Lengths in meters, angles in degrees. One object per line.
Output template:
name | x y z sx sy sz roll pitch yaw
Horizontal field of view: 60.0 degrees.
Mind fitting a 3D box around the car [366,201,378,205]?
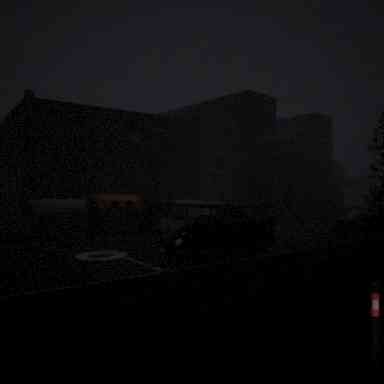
car | 13.846 1.385 22.221 5.566 2.045 2.435 2 -1 -44

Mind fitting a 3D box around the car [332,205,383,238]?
car | 9.642 1.631 18.576 4.674 1.452 2.002 2 -1 -40

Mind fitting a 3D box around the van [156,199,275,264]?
van | 0.855 1.266 11.550 4.442 1.987 1.878 2 -1 -38
